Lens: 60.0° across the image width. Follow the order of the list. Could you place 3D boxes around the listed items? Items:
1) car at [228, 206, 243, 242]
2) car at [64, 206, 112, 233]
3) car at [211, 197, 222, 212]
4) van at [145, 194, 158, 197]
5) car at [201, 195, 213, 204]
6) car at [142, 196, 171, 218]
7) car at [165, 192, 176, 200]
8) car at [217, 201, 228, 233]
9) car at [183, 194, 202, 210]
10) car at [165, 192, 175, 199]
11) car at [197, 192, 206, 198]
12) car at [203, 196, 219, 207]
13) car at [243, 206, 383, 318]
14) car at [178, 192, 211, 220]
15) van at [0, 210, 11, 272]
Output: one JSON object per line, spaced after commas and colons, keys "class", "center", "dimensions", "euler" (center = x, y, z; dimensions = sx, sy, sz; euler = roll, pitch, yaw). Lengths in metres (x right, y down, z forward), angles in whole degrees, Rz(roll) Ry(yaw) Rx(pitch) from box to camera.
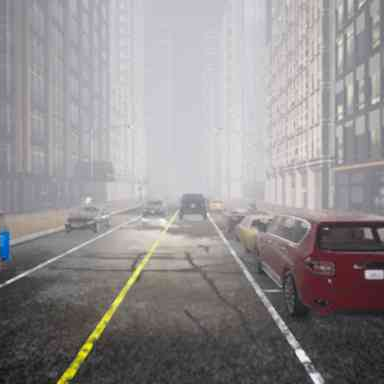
{"class": "car", "center": [2.681, 1.466, 13.147], "dimensions": [1.752, 1.417, 4.829], "euler": [0, 0, 0]}
{"class": "car", "center": [-5.701, 1.466, 18.675], "dimensions": [2.008, 1.369, 4.403], "euler": [0, 0, 0]}
{"class": "car", "center": [2.674, 1.356, 35.941], "dimensions": [1.752, 1.417, 4.829], "euler": [0, 0, 0]}
{"class": "van", "center": [-5.712, 1.113, 47.168], "dimensions": [1.690, 1.788, 3.998], "euler": [0, 0, 0]}
{"class": "car", "center": [2.666, 1.274, 58.564], "dimensions": [1.947, 1.339, 4.313], "euler": [0, 0, 0]}
{"class": "car", "center": [-3.109, 1.372, 28.655], "dimensions": [1.837, 1.490, 4.892], "euler": [0, 0, 0]}
{"class": "car", "center": [-5.722, 1.119, 81.357], "dimensions": [1.887, 1.381, 4.507], "euler": [0, 0, 0]}
{"class": "car", "center": [2.679, 1.460, 18.676], "dimensions": [1.887, 1.381, 4.507], "euler": [0, 0, 0]}
{"class": "car", "center": [0.077, 1.162, 39.785], "dimensions": [2.097, 1.767, 4.553], "euler": [0, 0, 0]}
{"class": "car", "center": [-5.725, 0.853, 87.055], "dimensions": [2.192, 1.841, 5.009], "euler": [0, 0, 0]}
{"class": "car", "center": [2.654, 0.816, 92.752], "dimensions": [2.192, 1.841, 5.009], "euler": [0, 0, 0]}
{"class": "car", "center": [2.670, 1.337, 47.168], "dimensions": [1.947, 1.339, 4.313], "euler": [0, 0, 0]}
{"class": "car", "center": [2.682, 1.282, 7.279], "dimensions": [2.192, 1.841, 5.009], "euler": [0, 0, 0]}
{"class": "car", "center": [0.086, 1.095, 26.863], "dimensions": [2.150, 2.045, 5.566], "euler": [0, 0, 0]}
{"class": "van", "center": [-5.699, 1.308, 7.281], "dimensions": [1.690, 1.788, 3.998], "euler": [0, 0, 0]}
